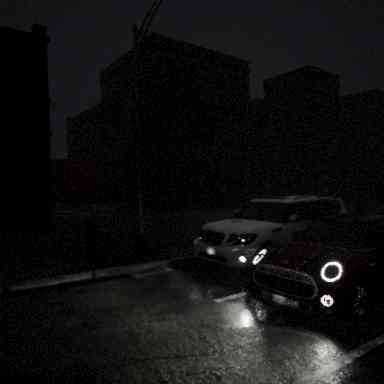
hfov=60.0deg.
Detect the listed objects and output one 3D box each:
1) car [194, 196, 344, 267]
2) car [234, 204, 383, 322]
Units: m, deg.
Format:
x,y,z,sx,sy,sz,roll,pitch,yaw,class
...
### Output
x,y,z,sx,sy,sz,roll,pitch,yaw,class
2.717,1.153,10.212,5.566,2.045,2.150,-1,0,-36,car
3.364,1.294,7.233,4.553,1.767,2.097,-1,0,-36,car
